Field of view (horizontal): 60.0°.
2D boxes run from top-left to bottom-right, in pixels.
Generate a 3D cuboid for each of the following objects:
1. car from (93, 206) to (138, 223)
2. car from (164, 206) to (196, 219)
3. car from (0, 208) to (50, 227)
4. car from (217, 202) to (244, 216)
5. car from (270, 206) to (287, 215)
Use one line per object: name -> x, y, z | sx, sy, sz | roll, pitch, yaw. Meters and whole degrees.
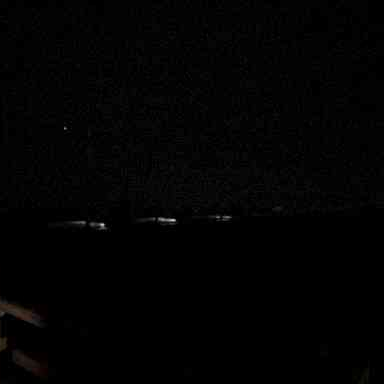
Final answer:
car -> -7.511, 2.175, 33.206 | 1.837, 1.490, 4.892 | 3, 0, 36
car -> -1.394, 2.493, 41.653 | 1.837, 1.490, 4.892 | 3, 0, 37
car -> -13.489, 1.898, 24.925 | 2.033, 1.411, 5.357 | 3, 0, 36
car -> 6.168, 2.576, 52.007 | 2.150, 2.045, 5.566 | 3, 0, 37
car -> 15.818, 3.337, 60.494 | 1.812, 1.442, 4.674 | 3, 1, 37
